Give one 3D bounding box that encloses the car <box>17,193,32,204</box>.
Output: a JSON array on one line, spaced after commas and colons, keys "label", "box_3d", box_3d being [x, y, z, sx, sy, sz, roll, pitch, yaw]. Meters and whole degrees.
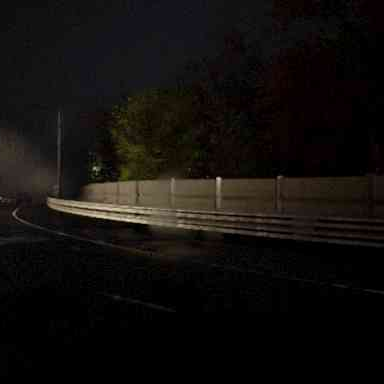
[{"label": "car", "box_3d": [-32.925, 1.352, 65.461, 2.150, 2.045, 5.566, 0, -2, -20]}]
